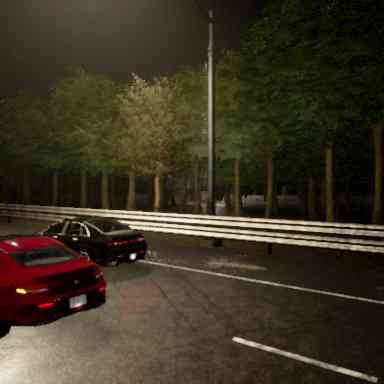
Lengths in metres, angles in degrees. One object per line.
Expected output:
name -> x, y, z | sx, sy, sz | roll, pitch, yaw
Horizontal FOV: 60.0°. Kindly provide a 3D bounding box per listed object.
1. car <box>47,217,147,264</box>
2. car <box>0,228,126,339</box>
car -> -3.658, 1.590, 10.891 | 4.892, 1.490, 1.837 | 0, 0, 35
car -> -3.671, 1.587, 6.603 | 4.674, 1.442, 1.812 | -1, 0, 36
